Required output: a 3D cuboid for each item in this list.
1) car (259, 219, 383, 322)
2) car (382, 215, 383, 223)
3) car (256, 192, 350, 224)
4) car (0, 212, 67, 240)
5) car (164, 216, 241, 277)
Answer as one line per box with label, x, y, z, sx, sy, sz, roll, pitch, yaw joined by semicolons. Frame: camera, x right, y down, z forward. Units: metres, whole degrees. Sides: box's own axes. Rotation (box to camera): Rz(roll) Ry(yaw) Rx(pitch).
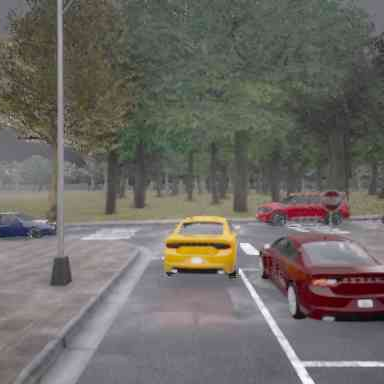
car;2.626;1.558;7.272;1.887;1.381;4.507;-1;0;0
car;12.686;1.253;17.705;4.674;1.442;1.812;-1;1;-1
car;6.826;1.040;20.657;5.566;2.045;2.150;-1;1;0
car;-9.610;1.798;17.713;5.357;1.411;2.033;-1;1;0
car;0.475;1.496;10.436;1.882;1.535;5.008;0;0;8
